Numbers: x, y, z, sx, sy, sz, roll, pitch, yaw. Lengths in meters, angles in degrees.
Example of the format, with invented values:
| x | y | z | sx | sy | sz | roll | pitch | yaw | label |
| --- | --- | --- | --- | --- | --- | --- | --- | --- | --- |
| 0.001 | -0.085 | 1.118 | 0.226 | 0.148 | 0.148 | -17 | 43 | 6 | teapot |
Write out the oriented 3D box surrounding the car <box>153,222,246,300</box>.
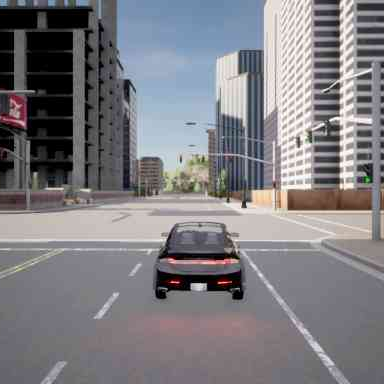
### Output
| x | y | z | sx | sy | sz | roll | pitch | yaw | label |
| --- | --- | --- | --- | --- | --- | --- | --- | --- | --- |
| 0.200 | 1.492 | 8.403 | 2.128 | 1.511 | 4.902 | 0 | 0 | 2 | car |
